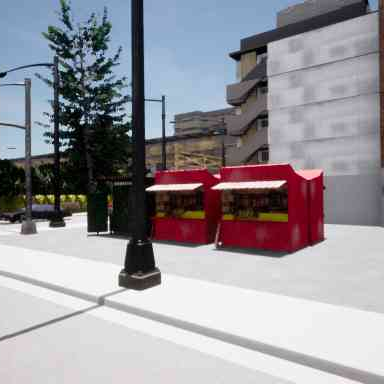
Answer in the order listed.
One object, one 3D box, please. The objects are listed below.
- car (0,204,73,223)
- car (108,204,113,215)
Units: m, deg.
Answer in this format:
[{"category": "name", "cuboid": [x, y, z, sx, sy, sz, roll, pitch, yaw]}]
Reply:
[{"category": "car", "cuboid": [-12.427, 1.686, 26.946, 2.033, 1.411, 5.357, -1, -1, 36]}, {"category": "car", "cuboid": [-6.893, 1.490, 34.590, 2.097, 1.767, 4.553, -1, -1, 36]}]
